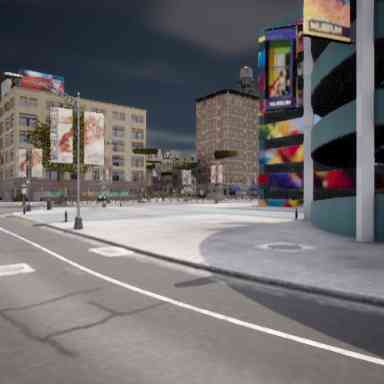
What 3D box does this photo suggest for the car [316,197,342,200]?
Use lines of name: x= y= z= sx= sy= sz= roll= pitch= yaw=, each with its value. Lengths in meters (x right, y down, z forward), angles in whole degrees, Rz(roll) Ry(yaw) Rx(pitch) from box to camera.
car: x=17.343 y=1.281 z=43.660 sx=4.674 sy=1.452 sz=2.002 roll=0 pitch=0 yaw=-39
